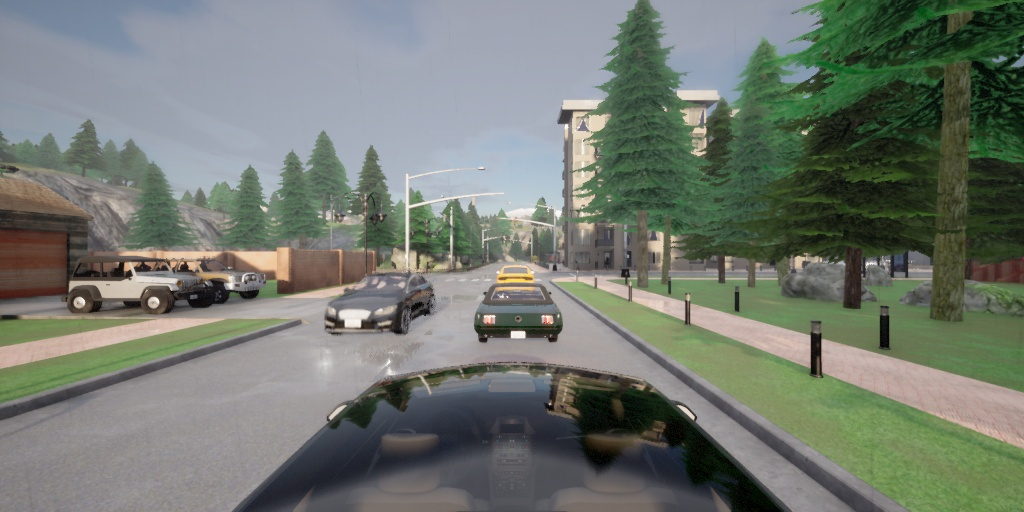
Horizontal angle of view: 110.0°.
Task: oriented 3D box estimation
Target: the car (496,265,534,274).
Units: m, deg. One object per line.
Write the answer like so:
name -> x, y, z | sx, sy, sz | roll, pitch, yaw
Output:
car -> 0.180, 1.227, 19.017 | 1.882, 1.535, 5.008 | 0, 0, 0

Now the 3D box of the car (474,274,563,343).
car -> 0.148, 1.350, 9.677 | 1.895, 1.301, 4.718 | 0, 0, 0

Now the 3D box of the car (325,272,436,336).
car -> -3.548, 1.241, 10.492 | 2.128, 1.511, 4.902 | 0, 0, 1
